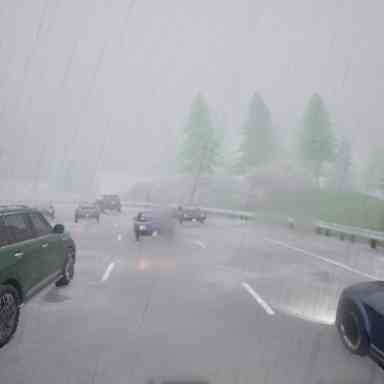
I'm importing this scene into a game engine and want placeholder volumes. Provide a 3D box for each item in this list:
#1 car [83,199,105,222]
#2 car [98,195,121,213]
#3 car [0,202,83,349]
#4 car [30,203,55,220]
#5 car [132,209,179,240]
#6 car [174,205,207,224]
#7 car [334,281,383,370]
[{"bbox_3d":[-8.681,1.582,27.318,2.128,1.511,4.902,0,0,-20],"label":"car"},{"bbox_3d":[-9.941,1.340,38.931,2.150,2.045,5.566,0,0,-27],"label":"car"},{"bbox_3d":[-3.898,1.251,6.300,2.150,2.045,5.566,0,0,-5],"label":"car"},{"bbox_3d":[-13.474,1.718,30.150,1.895,1.301,4.718,0,0,-23],"label":"car"},{"bbox_3d":[-2.116,1.643,17.329,1.895,1.301,4.718,0,0,-12],"label":"car"},{"bbox_3d":[-0.501,1.651,24.992,1.895,1.301,4.718,0,0,-17],"label":"car"},{"bbox_3d":[3.229,1.556,3.440,1.994,1.385,4.181,0,0,-2],"label":"car"}]
